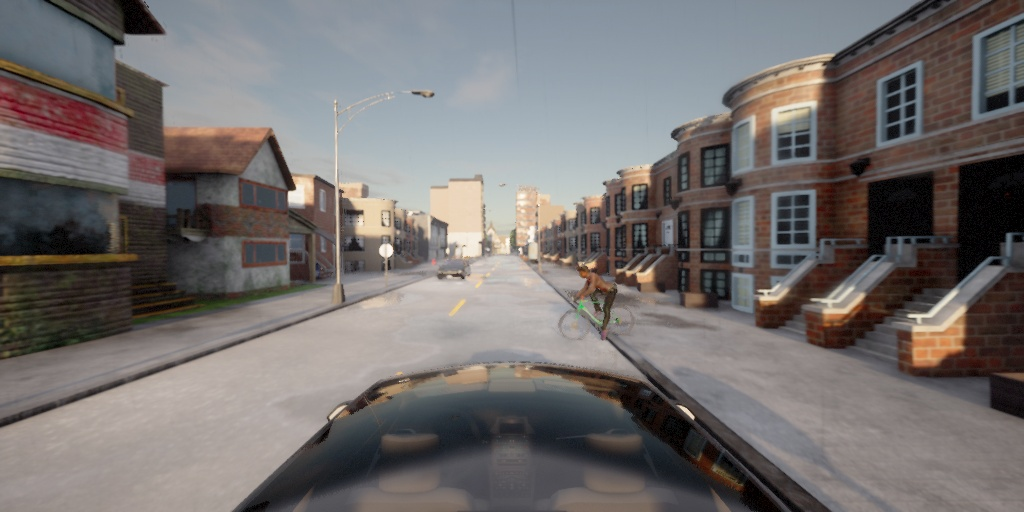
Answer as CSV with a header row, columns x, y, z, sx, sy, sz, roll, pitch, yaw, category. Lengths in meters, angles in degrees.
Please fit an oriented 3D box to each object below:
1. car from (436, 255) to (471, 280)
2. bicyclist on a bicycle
x,y,z,sx,sy,sz,roll,pitch,yaw,category
-4.042,0.898,25.837,2.033,1.411,5.357,0,1,0,car
1.801,1.013,7.844,1.656,1.620,0.582,-6,1,0,bicyclist on a bicycle
